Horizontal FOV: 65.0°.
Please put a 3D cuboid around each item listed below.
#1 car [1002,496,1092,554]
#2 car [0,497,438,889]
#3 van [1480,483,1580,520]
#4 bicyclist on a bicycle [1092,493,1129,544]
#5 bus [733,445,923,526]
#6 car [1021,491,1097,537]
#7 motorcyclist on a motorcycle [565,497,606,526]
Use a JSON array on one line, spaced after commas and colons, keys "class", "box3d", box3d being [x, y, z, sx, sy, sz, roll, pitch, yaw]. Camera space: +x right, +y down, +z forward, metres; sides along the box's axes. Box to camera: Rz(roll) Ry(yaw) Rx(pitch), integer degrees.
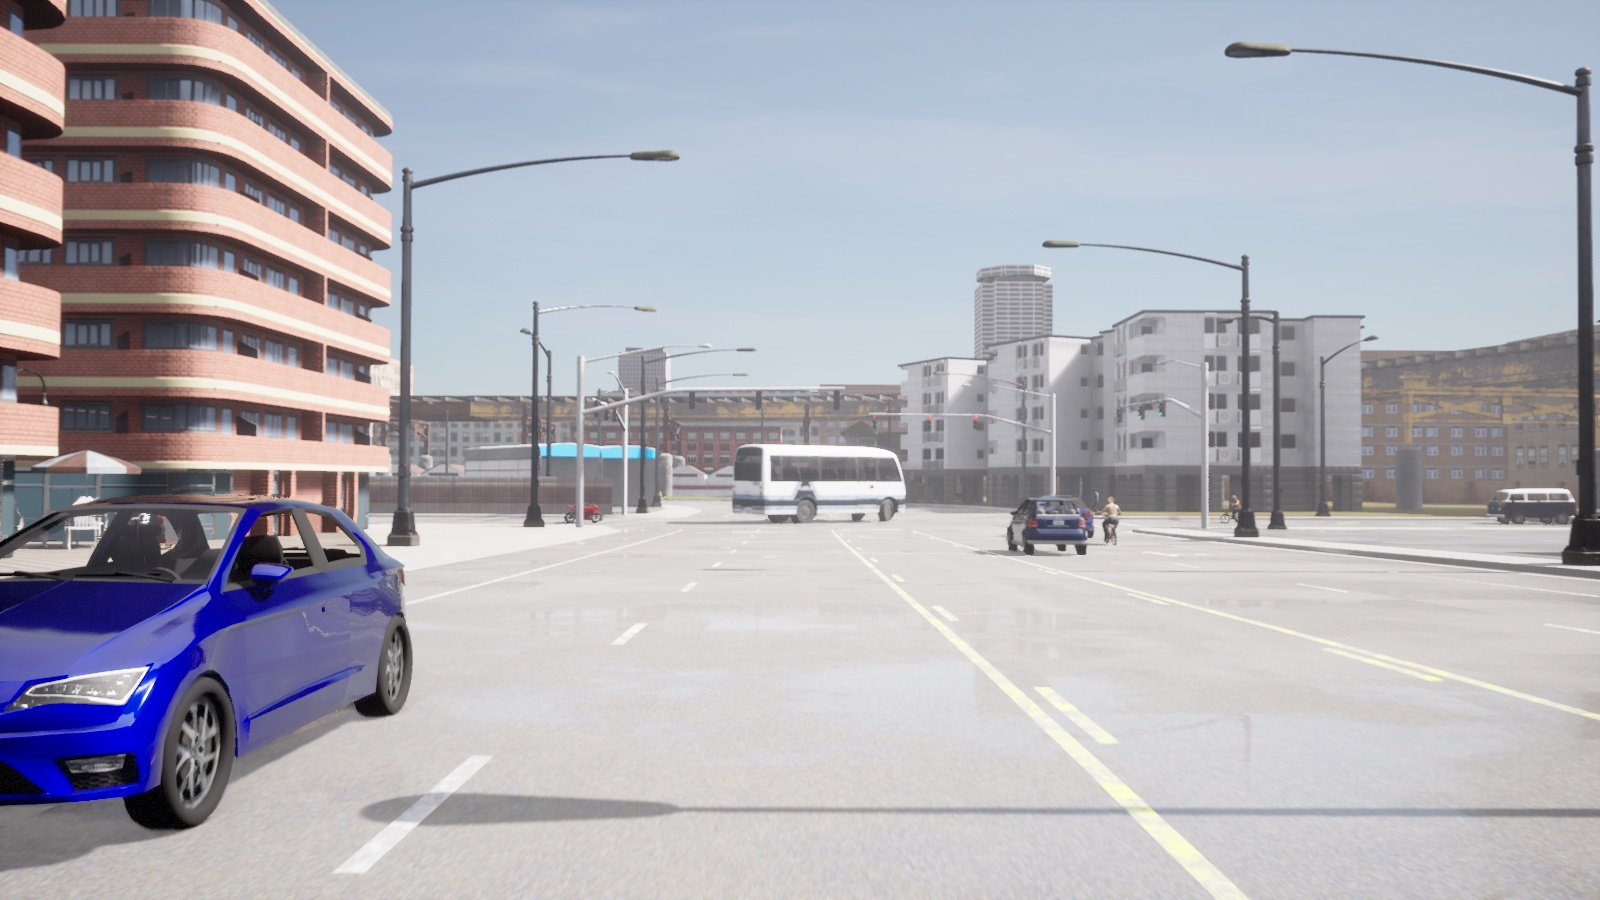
[{"class": "car", "box3d": [6.918, 2.082, 35.471, 1.789, 1.549, 3.705, 0, -2, 0]}, {"class": "car", "box3d": [-3.516, 1.016, 6.943, 1.816, 1.474, 4.193, 0, -2, 0]}, {"class": "van", "box3d": [41.763, 2.926, 71.902, 4.480, 2.038, 2.069, 0, -1, 0]}, {"class": "bicyclist on a bicycle", "box3d": [10.413, 2.302, 42.196, 0.866, 1.612, 1.509, 0, 0, -1]}, {"class": "bus", "box3d": [1.687, 1.923, 70.349, 10.273, 4.253, 3.944, 1, -1, -35]}, {"class": "car", "box3d": [10.383, 2.551, 50.688, 2.097, 1.767, 4.553, 0, -2, 0]}, {"class": "motorcyclist on a motorcycle", "box3d": [-11.487, 3.286, 67.232, 2.044, 1.523, 0.797, 0, -1, -1]}]
